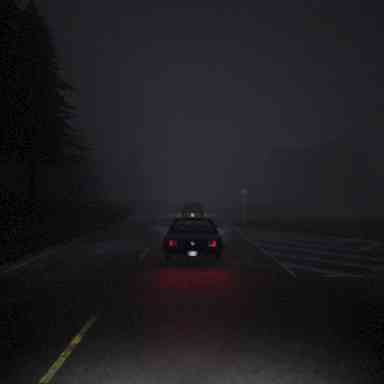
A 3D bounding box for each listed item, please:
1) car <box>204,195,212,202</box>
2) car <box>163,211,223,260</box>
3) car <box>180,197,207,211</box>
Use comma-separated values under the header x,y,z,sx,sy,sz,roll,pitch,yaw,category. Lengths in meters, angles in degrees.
x,y,z,sx,sy,sz,roll,pitch,yaw,category
2.992,1.413,67.269,1.816,1.474,4.193,-6,0,-2,car
0.046,1.593,12.390,1.895,1.301,4.718,0,0,1,car
0.052,1.487,28.070,1.837,1.490,4.892,0,0,1,car
